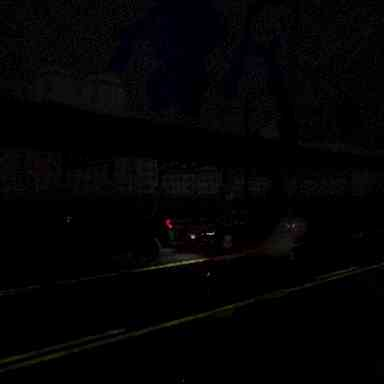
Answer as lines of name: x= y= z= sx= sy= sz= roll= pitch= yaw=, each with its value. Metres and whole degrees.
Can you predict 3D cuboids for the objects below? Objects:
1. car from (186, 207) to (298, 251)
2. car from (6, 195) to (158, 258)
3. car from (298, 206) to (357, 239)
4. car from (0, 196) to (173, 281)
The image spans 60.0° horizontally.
car: x=2.010 y=1.428 z=13.898 sx=4.892 sy=1.490 sz=1.837 roll=-1 pitch=0 yaw=-35
car: x=-4.364 y=1.194 z=13.715 sx=5.566 sy=2.045 sz=2.150 roll=0 pitch=0 yaw=-35
car: x=6.226 y=1.419 z=16.902 sx=5.357 sy=1.411 sz=2.033 roll=-1 pitch=0 yaw=-35
car: x=-3.223 y=1.201 z=10.181 sx=5.566 sy=2.045 sz=2.150 roll=0 pitch=0 yaw=-35
